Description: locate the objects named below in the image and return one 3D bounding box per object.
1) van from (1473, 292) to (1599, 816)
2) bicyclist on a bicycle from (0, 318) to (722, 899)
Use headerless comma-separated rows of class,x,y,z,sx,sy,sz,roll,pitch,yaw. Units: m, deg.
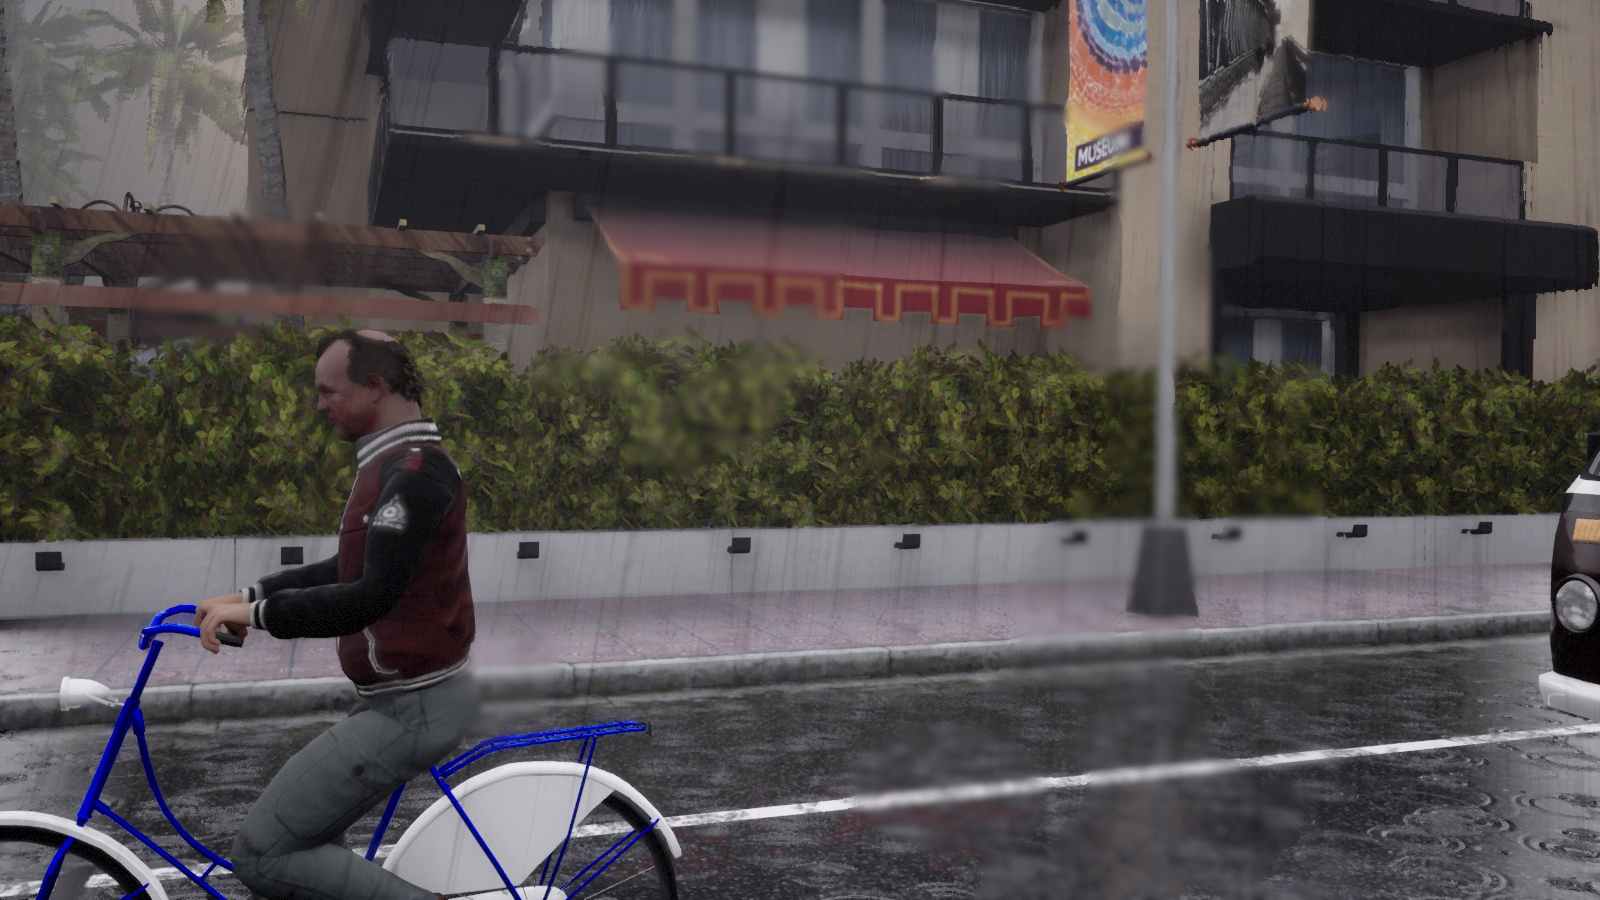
van,5.368,0.378,5.225,4.480,2.038,2.069,-1,1,-20
bicyclist on a bicycle,-1.157,0.636,2.793,1.843,1.776,0.659,-1,1,-21
